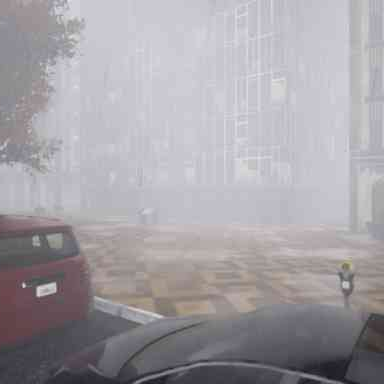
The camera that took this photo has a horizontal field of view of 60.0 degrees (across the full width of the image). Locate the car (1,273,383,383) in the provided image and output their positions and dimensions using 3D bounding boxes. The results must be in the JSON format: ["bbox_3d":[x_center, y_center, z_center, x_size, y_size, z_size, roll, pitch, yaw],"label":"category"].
[{"bbox_3d":[0.717,1.566,2.367,4.313,1.339,1.947,0,0,36],"label":"car"}]

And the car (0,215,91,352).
[{"bbox_3d":[-3.772,1.313,5.583,5.009,1.841,2.192,0,0,36],"label":"car"}]
